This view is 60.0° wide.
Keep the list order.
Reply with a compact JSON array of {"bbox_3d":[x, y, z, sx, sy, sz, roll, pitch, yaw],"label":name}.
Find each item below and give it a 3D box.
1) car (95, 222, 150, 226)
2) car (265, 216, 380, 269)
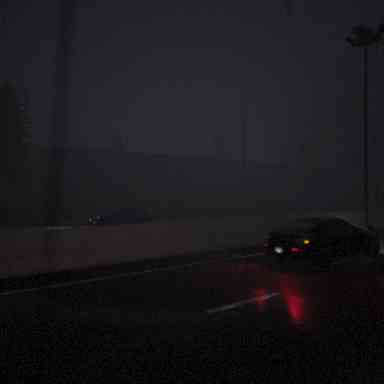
[{"bbox_3d":[-4.756,1.574,22.094,4.181,1.385,1.994,0,0,-35],"label":"car"},{"bbox_3d":[4.456,1.538,11.226,4.674,1.442,1.812,0,0,-36],"label":"car"}]
